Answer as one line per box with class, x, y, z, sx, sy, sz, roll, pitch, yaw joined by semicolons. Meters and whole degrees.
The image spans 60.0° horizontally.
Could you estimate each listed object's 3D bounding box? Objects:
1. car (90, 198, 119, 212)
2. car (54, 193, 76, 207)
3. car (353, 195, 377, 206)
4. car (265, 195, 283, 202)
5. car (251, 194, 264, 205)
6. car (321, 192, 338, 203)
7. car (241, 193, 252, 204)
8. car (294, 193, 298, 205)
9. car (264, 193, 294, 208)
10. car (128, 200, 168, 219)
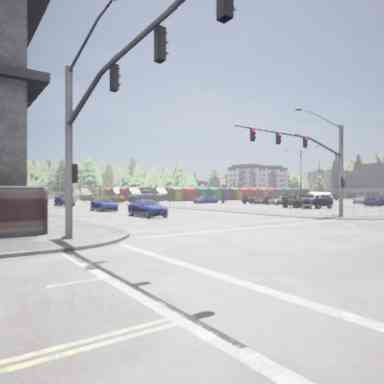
car;-9.957;1.425;37.573;1.882;1.535;5.008;0;0;-35
car;-19.519;1.171;51.026;2.150;2.045;5.566;0;0;-35
car;29.683;1.407;57.702;3.806;1.475;1.970;0;0;-35
car;18.259;1.375;73.866;3.905;1.438;1.784;0;0;-35
car;12.349;1.372;56.084;3.905;1.438;1.784;0;0;-35
car;34.185;1.171;81.572;3.866;1.878;1.905;0;0;-35
car;10.762;1.162;58.248;4.605;1.855;1.932;0;0;-35
car;19.876;1.164;71.462;4.605;1.855;1.932;0;0;-35
car;14.016;1.404;53.717;3.806;1.475;1.970;0;0;-35
car;-3.911;1.425;29.116;1.882;1.535;5.008;0;0;-36
